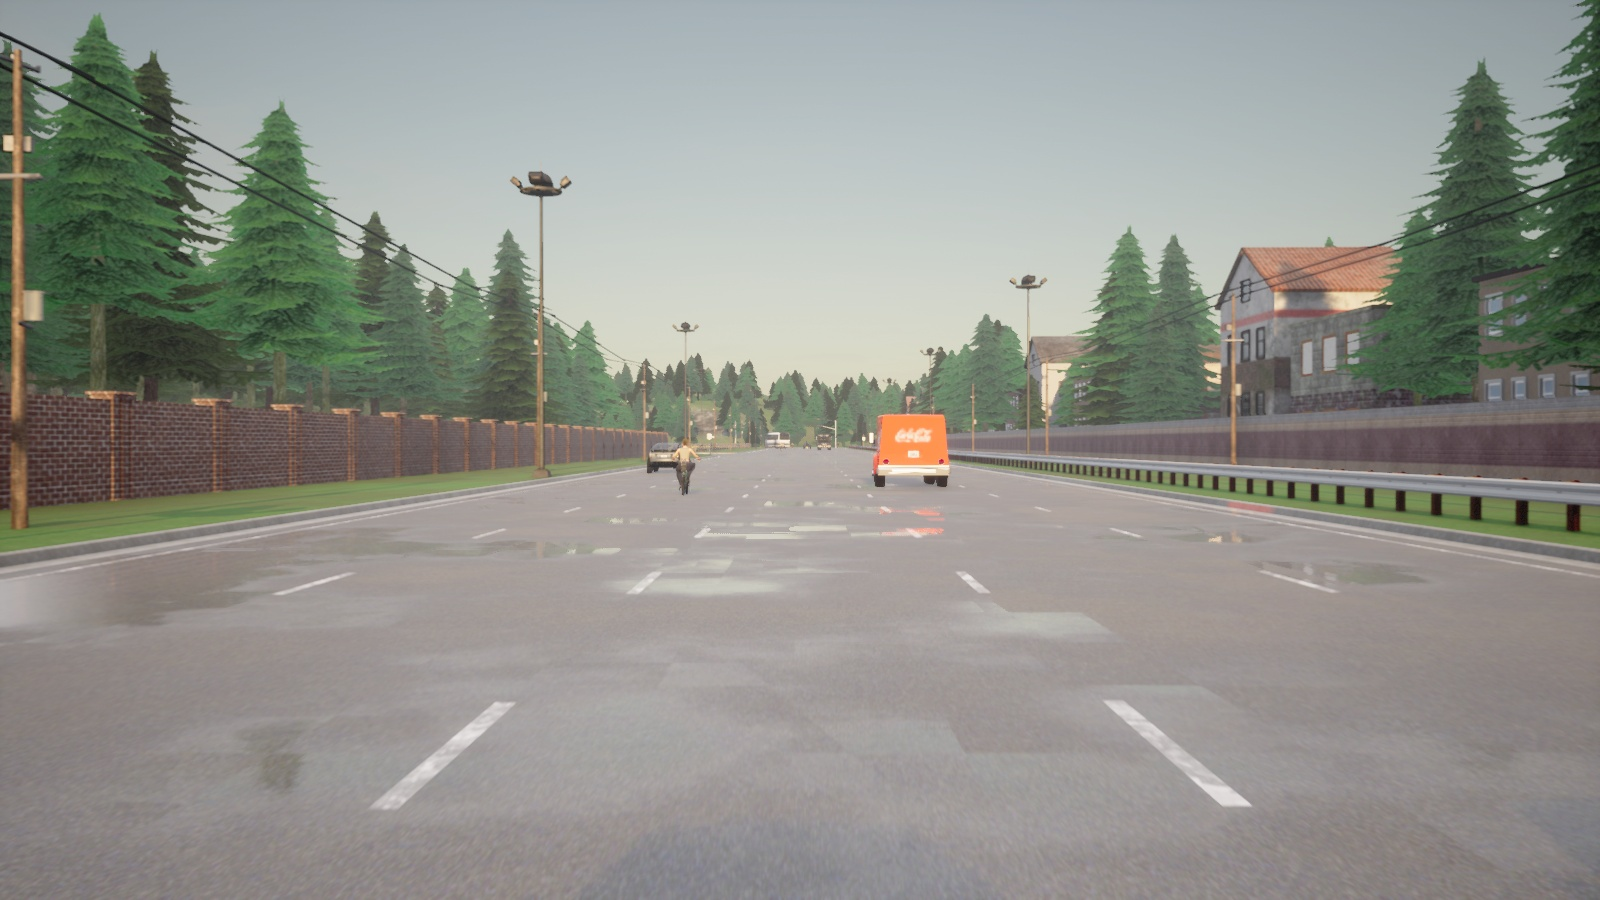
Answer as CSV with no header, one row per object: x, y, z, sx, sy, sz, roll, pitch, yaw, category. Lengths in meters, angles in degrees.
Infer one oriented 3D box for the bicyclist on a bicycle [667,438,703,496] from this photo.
-3.284,0.477,36.031,0.866,1.612,1.509,0,0,1,bicyclist on a bicycle

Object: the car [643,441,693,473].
-6.623,0.331,63.379,2.007,1.525,4.514,0,0,0,car

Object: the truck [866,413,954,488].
3.767,0.015,43.985,2.627,2.467,5.204,0,0,0,truck
